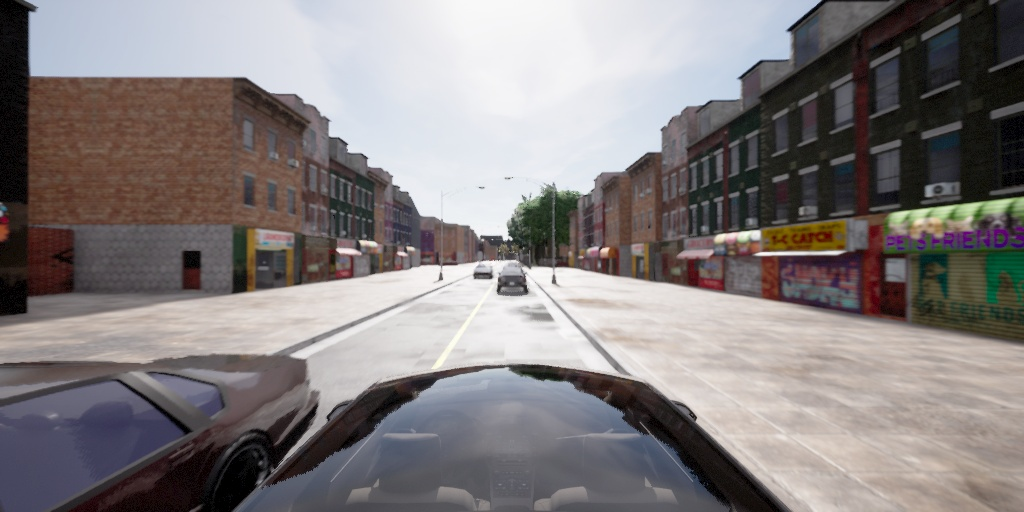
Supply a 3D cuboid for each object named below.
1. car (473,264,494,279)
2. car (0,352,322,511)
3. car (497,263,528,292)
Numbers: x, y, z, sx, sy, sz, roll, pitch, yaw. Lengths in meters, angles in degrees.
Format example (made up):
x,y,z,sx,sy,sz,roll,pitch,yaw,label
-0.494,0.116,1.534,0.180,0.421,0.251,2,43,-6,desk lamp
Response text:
x,y,z,sx,sy,sz,roll,pitch,yaw,label
-2.773,1.505,35.963,2.033,1.411,5.357,0,0,0,car
-2.848,1.295,1.280,2.033,1.411,5.357,0,0,0,car
0.025,1.400,22.608,1.812,1.442,4.674,0,0,0,car
